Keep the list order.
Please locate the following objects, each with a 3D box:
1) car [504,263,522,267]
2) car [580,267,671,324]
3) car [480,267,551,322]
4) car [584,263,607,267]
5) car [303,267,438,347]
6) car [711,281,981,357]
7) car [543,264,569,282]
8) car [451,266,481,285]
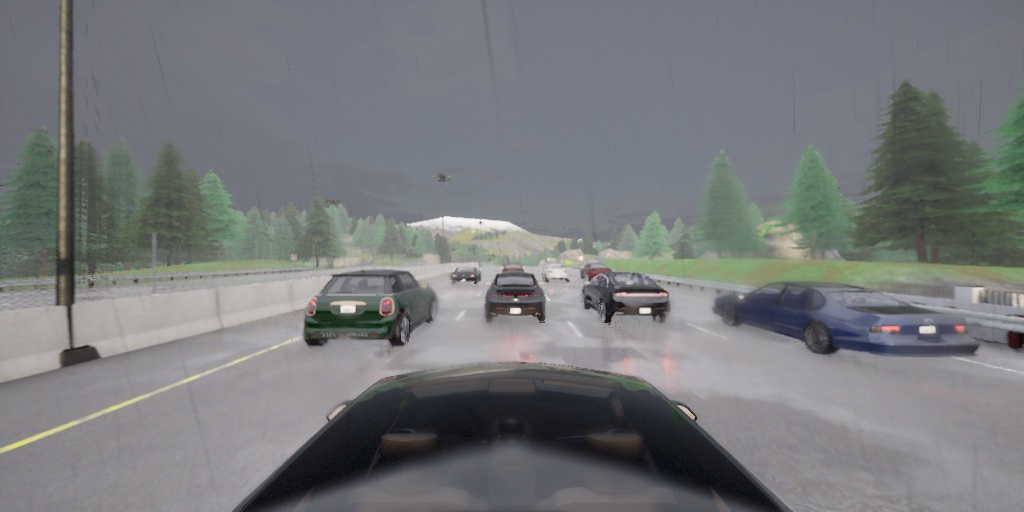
[{"bbox_3d":[0.097,1.331,30.715,1.882,1.535,5.008,0,0,0],"label":"car"},{"bbox_3d":[3.598,1.277,12.113,2.128,1.511,4.902,0,0,0],"label":"car"},{"bbox_3d":[0.098,1.291,12.431,1.837,1.490,4.892,0,0,0],"label":"car"},{"bbox_3d":[7.108,1.329,30.741,1.882,1.535,5.008,0,0,0],"label":"car"},{"bbox_3d":[-3.402,1.128,9.563,2.097,1.767,4.553,0,0,0],"label":"car"},{"bbox_3d":[7.100,1.320,8.639,2.033,1.411,5.357,0,0,0],"label":"car"},{"bbox_3d":[3.598,1.377,30.237,1.812,1.442,4.674,0,0,0],"label":"car"},{"bbox_3d":[-3.403,1.443,27.477,1.895,1.301,4.718,0,0,0],"label":"car"}]
